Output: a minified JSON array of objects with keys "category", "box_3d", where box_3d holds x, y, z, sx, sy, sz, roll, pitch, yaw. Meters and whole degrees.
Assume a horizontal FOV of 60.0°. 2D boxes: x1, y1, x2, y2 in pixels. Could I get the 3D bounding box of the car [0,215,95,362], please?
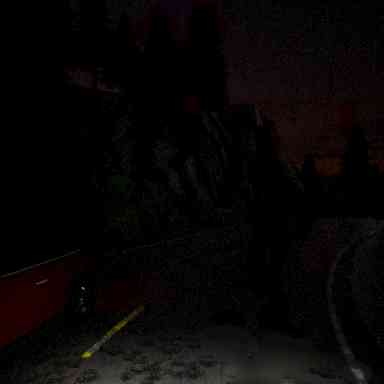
[{"category":"car","box_3d":[-3.149,1.258,4.267,2.097,1.767,4.553,2,0,13]}]
